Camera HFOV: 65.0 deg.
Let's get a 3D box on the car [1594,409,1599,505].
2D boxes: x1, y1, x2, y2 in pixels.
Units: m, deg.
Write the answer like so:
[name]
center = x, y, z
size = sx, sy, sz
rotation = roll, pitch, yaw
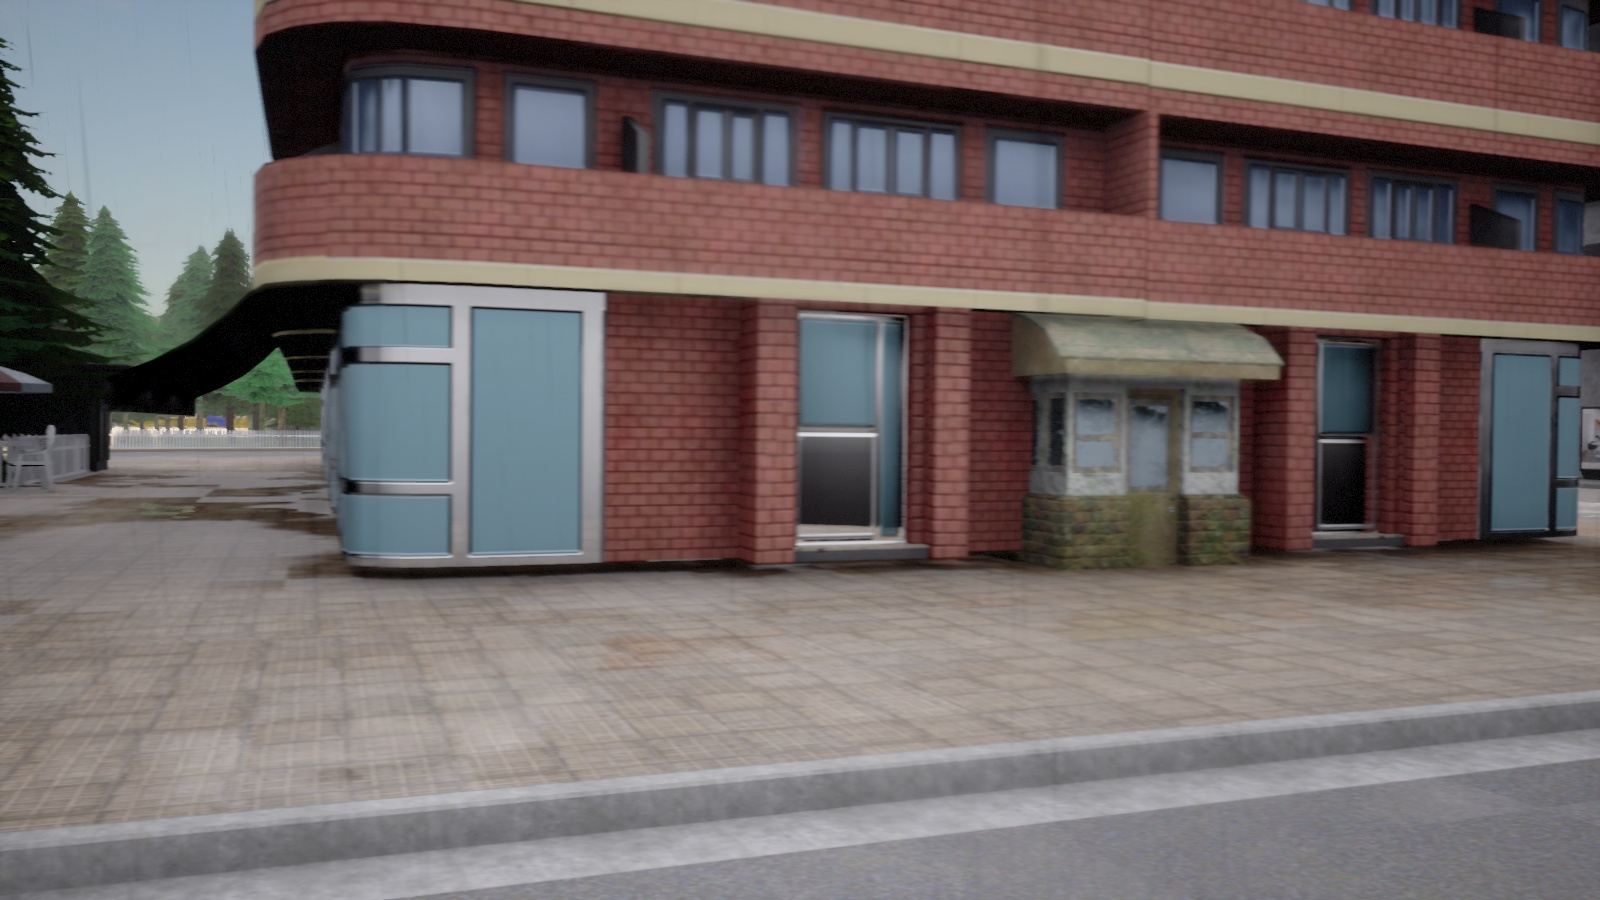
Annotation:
[car]
center = 16.462, 0.130, 21.434
size = 2.097, 1.767, 4.553
rotation = -1, 1, -21
